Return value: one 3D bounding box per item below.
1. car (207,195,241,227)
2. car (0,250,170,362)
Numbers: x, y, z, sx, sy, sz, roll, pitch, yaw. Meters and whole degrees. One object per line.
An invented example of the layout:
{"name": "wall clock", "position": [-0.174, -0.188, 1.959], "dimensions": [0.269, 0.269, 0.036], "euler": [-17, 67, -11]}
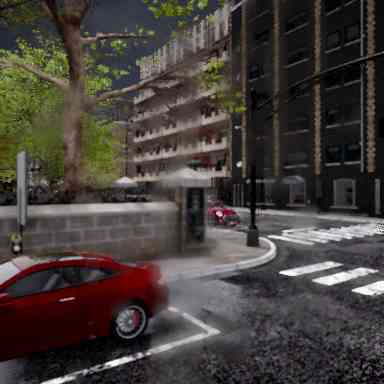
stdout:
{"name": "car", "position": [1.161, 1.236, 20.799], "dimensions": [1.967, 1.590, 4.097], "euler": [1, 0, -36]}
{"name": "car", "position": [-2.311, 1.585, 4.914], "dimensions": [4.206, 1.307, 1.802], "euler": [0, 0, -35]}
